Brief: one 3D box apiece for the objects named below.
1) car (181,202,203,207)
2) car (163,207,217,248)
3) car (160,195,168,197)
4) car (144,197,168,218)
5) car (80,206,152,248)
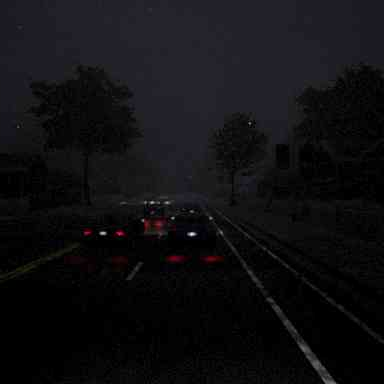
[{"bbox_3d":[0.000,1.572,29.650,1.994,1.385,4.181,0,0,0],"label":"car"},{"bbox_3d":[0.000,1.572,14.650,1.994,1.385,4.181,0,0,0],"label":"car"},{"bbox_3d":[-6.500,1.423,76.718,1.882,1.535,5.008,0,0,0],"label":"car"},{"bbox_3d":[-3.250,1.495,29.650,2.128,1.511,4.902,0,0,0],"label":"car"},{"bbox_3d":[-3.249,1.562,14.649,2.033,1.411,5.357,0,0,0],"label":"car"}]
